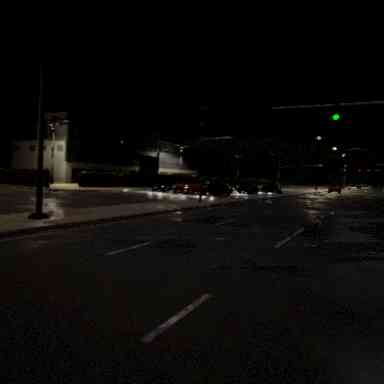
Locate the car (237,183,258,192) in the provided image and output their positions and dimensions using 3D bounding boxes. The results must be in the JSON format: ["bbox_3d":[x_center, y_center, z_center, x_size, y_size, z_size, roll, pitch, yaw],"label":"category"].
[{"bbox_3d":[9.397,-0.823,56.333,1.895,1.301,4.718,4,3,30],"label":"car"}]

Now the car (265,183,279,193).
[{"bbox_3d":[13.247,-0.715,55.999,1.837,1.490,4.892,4,3,30],"label":"car"}]

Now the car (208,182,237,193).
[{"bbox_3d":[4.408,-0.682,47.716,2.033,1.411,5.357,4,3,30],"label":"car"}]

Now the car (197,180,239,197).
[{"bbox_3d":[3.061,-0.282,38.515,2.033,1.411,5.357,5,3,31],"label":"car"}]

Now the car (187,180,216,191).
[{"bbox_3d":[1.515,-0.979,49.682,2.128,1.511,4.902,4,3,30],"label":"car"}]

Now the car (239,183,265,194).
[{"bbox_3d":[8.143,-0.474,47.196,2.033,1.411,5.357,4,3,30],"label":"car"}]

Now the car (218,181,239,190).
[{"bbox_3d":[6.404,-1.096,58.128,1.994,1.385,4.181,4,3,30],"label":"car"}]

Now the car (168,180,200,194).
[{"bbox_3d":[-0.342,-0.698,39.589,2.097,1.767,4.553,4,3,30],"label":"car"}]

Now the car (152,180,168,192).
[{"bbox_3d":[-3.091,-0.790,41.806,1.837,1.490,4.892,4,3,30],"label":"car"}]

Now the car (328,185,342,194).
[{"bbox_3d":[28.811,-0.661,66.931,2.097,1.767,4.553,4,3,30],"label":"car"}]
